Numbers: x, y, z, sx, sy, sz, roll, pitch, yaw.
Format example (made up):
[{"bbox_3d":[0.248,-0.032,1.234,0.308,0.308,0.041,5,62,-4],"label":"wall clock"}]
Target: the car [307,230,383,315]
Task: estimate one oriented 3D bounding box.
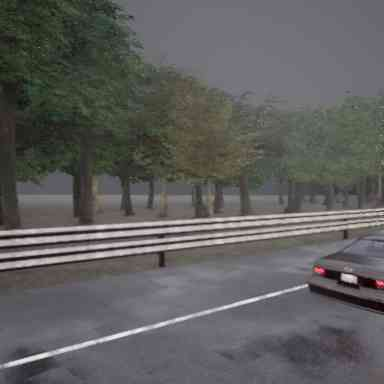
[{"bbox_3d":[4.785,1.547,7.229,5.357,1.411,2.033,0,0,-35],"label":"car"}]
